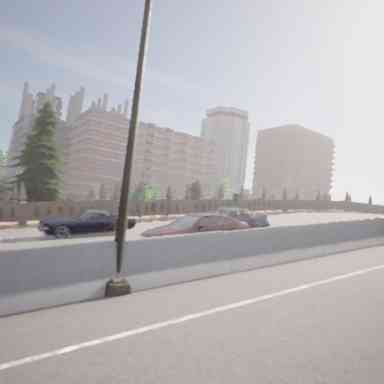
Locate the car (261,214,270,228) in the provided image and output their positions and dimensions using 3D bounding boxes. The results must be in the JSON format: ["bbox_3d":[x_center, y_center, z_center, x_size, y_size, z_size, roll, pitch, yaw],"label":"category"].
[{"bbox_3d":[1.937,1.574,18.273,5.357,1.411,2.033,0,0,-36],"label":"car"}]

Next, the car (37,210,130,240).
[{"bbox_3d":[-5.412,1.614,17.329,4.718,1.301,1.895,0,0,-36],"label":"car"}]

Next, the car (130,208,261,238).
[{"bbox_3d":[0.256,1.542,12.772,4.674,1.442,1.812,0,0,-35],"label":"car"}]
